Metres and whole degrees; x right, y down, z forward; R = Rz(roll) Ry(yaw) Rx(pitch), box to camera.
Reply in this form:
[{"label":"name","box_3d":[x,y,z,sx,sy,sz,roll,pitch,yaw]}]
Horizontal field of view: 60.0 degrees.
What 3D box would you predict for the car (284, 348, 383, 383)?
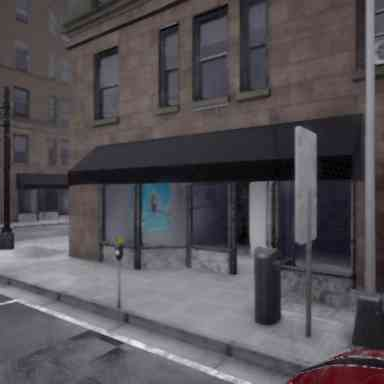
[{"label":"car","box_3d":[2.136,1.440,1.286,4.097,1.590,1.967,0,0,36]}]
